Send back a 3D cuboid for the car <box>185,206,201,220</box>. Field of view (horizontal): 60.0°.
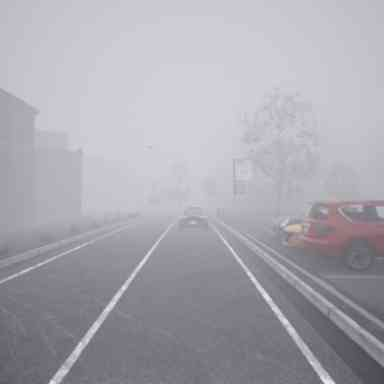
[{"bbox_3d":[0.085,2.421,39.397,1.812,1.442,4.674,0,-2,0],"label":"car"}]

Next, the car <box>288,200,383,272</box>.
[{"bbox_3d":[6.263,1.276,10.491,5.566,2.045,2.435,0,0,0],"label":"car"}]

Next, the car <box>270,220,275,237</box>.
[{"bbox_3d":[6.206,1.475,16.442,4.553,1.767,2.185,0,-1,-1],"label":"car"}]

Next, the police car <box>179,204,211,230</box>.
[{"bbox_3d":[0.079,1.869,23.840,2.038,1.542,4.974,0,-1,0],"label":"police car"}]

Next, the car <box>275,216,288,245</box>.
[{"bbox_3d":[6.210,1.563,13.405,5.008,1.535,2.097,0,-1,-1],"label":"car"}]
